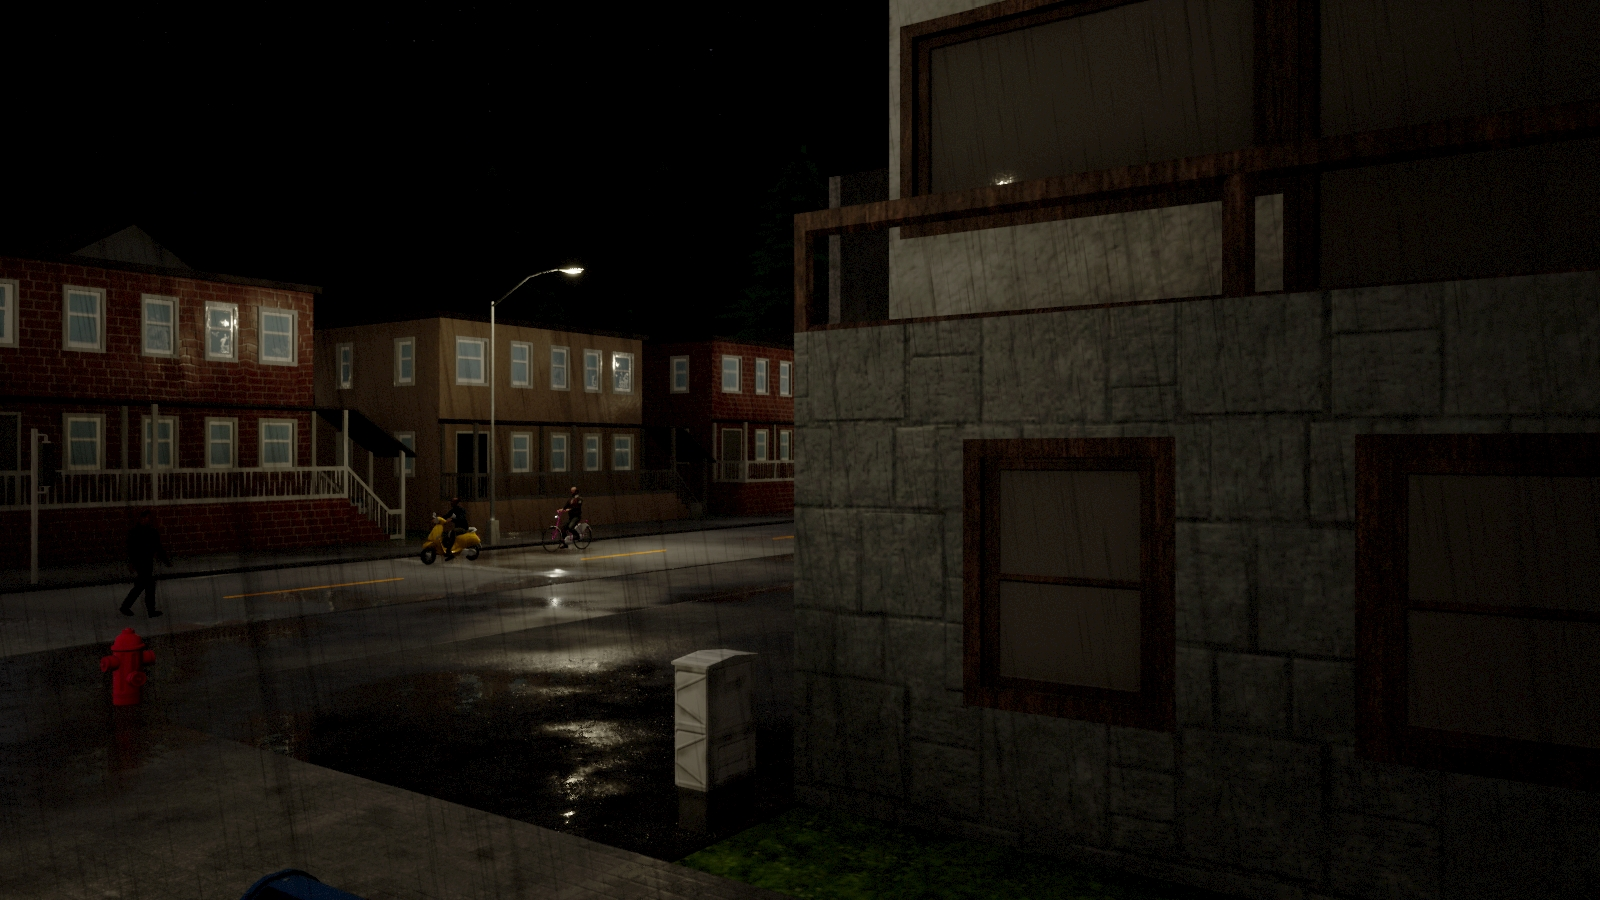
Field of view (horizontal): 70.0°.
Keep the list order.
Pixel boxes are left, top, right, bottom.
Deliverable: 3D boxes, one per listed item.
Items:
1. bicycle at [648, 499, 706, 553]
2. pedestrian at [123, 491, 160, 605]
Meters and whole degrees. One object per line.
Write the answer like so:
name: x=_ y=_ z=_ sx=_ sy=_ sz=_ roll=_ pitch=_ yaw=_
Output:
bicycle: x=-3.119 y=1.932 z=29.174 sx=0.329 sy=1.271 sz=1.835 roll=0 pitch=0 yaw=35
pedestrian: x=-10.933 y=1.620 z=18.984 sx=0.375 sy=1.860 sz=0.375 roll=0 pitch=0 yaw=18
